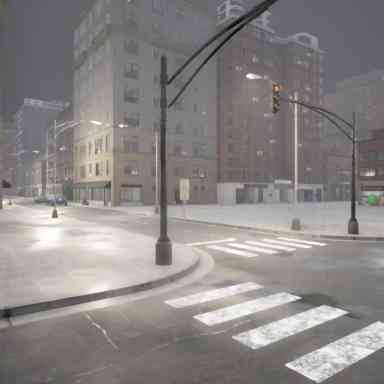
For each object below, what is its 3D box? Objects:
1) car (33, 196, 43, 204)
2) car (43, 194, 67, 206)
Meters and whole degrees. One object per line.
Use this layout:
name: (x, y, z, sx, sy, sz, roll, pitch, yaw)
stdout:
car: (-25.456, 1.287, 56.294, 1.994, 1.385, 4.181, 0, 0, -36)
car: (-19.661, 1.119, 48.181, 2.097, 1.767, 4.553, 0, 0, -36)
